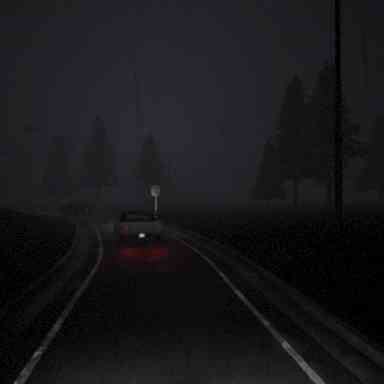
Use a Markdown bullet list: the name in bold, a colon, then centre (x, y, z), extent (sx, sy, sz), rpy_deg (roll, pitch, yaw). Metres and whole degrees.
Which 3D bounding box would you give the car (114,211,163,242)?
- **car**: centre (-2.830, 1.598, 16.576), extent (1.895, 1.301, 4.718), rpy_deg (0, 0, -17)

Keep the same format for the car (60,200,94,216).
- **car**: centre (-11.431, 1.503, 32.823), extent (1.882, 1.535, 5.008), rpy_deg (0, 0, -40)
